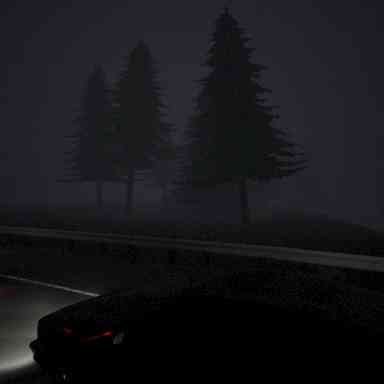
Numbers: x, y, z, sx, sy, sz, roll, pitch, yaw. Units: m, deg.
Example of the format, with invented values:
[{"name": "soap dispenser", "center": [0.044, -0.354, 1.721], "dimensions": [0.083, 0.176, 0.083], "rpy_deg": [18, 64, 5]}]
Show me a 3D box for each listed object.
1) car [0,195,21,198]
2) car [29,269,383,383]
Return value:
[{"name": "car", "center": [-39.270, 1.478, 73.344], "dimensions": [1.882, 1.535, 5.008], "rpy_deg": [0, 0, 5]}, {"name": "car", "center": [0.684, 1.547, 3.241], "dimensions": [5.357, 1.411, 2.033], "rpy_deg": [0, 0, 34]}]
